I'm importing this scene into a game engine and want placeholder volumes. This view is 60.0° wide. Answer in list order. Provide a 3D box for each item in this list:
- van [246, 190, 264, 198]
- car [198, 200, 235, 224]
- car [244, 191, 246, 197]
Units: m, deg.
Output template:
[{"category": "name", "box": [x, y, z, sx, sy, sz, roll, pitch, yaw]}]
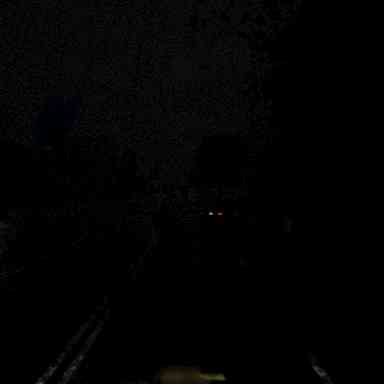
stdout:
[{"category": "van", "box": [17.585, 0.840, 90.248, 4.442, 1.987, 1.878, 0, 1, 1]}, {"category": "car", "box": [1.795, 1.301, 23.290, 2.033, 1.411, 5.357, 0, 3, 14]}, {"category": "car", "box": [17.771, 1.026, 93.025, 4.792, 1.488, 2.163, 0, 1, 1]}]
